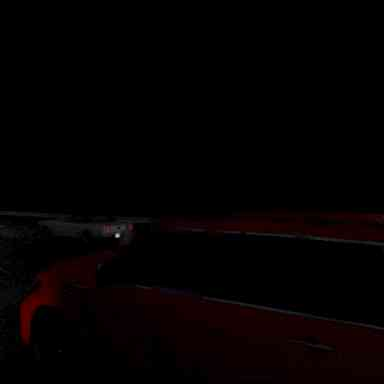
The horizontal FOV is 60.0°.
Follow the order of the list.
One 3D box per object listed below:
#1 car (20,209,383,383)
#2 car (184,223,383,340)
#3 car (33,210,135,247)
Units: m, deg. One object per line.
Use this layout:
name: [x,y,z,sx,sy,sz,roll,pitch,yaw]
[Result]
car: [0.480,1.216,3.556,5.566,2.045,2.150,0,0,35]
car: [2.262,1.515,6.546,4.674,1.442,1.812,0,0,35]
car: [-5.107,1.586,15.521,4.718,1.301,1.895,0,0,31]
